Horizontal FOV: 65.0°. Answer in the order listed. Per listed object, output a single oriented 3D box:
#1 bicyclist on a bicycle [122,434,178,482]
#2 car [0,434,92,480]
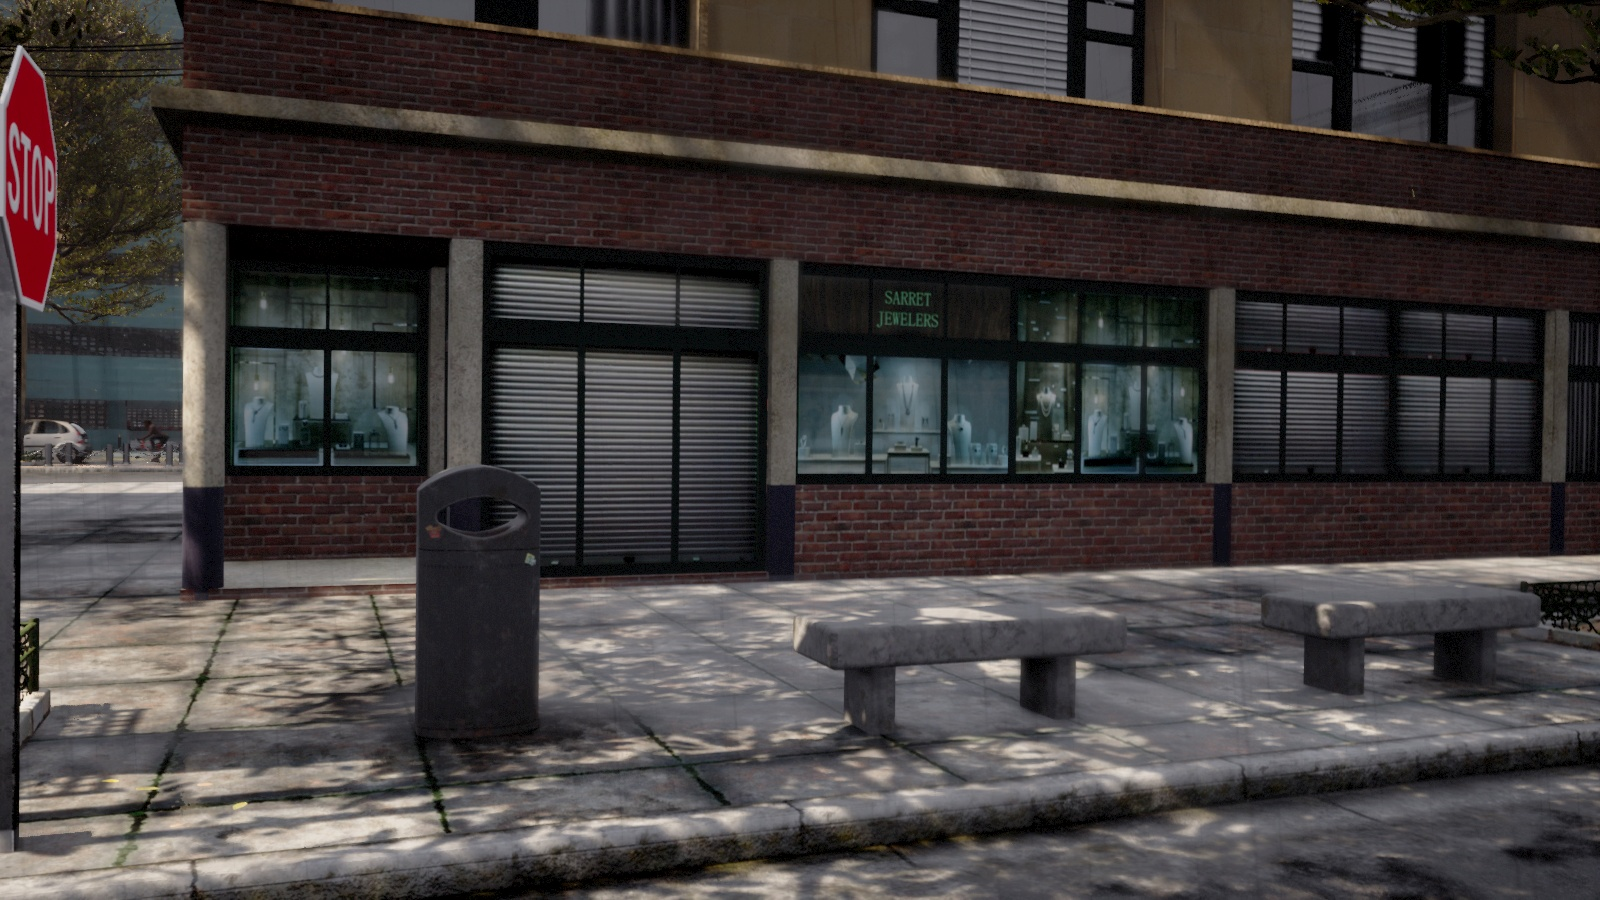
[{"bbox_3d":[-22.665,0.274,43.800,1.656,1.620,0.582,-1,1,-21],"label":"bicyclist on a bicycle"},{"bbox_3d":[-28.087,0.242,45.472,3.988,1.617,1.851,-1,1,-21],"label":"car"}]
